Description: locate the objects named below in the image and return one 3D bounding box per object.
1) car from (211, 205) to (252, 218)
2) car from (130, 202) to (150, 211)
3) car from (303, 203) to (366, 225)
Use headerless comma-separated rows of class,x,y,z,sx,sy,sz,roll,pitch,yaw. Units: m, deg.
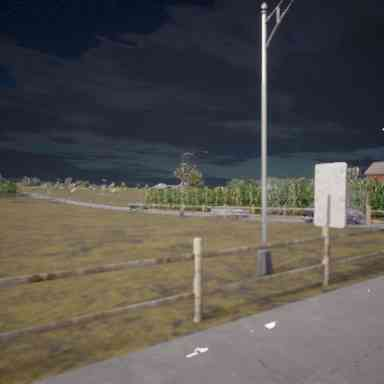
car,4.267,2.124,36.121,1.895,1.301,4.718,2,-3,-35
car,-8.649,2.381,54.377,1.837,1.490,4.892,2,-2,-35
car,11.253,1.625,26.444,2.097,1.767,4.553,3,-3,-37
